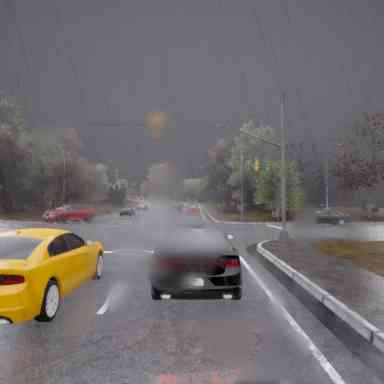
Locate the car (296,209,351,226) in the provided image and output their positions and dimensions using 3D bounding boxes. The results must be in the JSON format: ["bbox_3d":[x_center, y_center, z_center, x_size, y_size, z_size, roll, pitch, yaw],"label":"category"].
[{"bbox_3d":[12.458,2.442,31.644,4.892,1.490,1.837,0,-2,0],"label":"car"}]

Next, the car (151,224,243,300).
[{"bbox_3d":[0.101,1.567,8.615,1.882,1.535,5.008,0,-1,0],"label":"car"}]

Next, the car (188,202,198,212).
[{"bbox_3d":[0.235,3.108,67.377,2.097,1.767,4.553,0,0,0],"label":"car"}]

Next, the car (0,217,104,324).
[{"bbox_3d":[-3.406,1.544,7.373,1.882,1.535,5.008,0,-1,0],"label":"car"}]

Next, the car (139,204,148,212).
[{"bbox_3d":[-10.361,3.267,69.361,1.812,1.442,4.674,0,0,0],"label":"car"}]

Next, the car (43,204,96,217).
[{"bbox_3d":[-12.925,2.323,35.484,2.150,2.045,5.566,0,-2,33],"label":"car"}]

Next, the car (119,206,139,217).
[{"bbox_3d":[-10.483,3.231,54.122,2.033,1.411,5.357,0,-1,0],"label":"car"}]

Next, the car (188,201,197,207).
[{"bbox_3d":[0.072,3.172,86.403,2.033,1.411,5.357,0,0,-3],"label":"car"}]

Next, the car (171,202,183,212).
[{"bbox_3d":[-3.263,3.256,68.344,1.837,1.490,4.892,0,0,0],"label":"car"}]

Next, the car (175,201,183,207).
[{"bbox_3d":[-3.445,3.177,86.827,1.994,1.385,4.181,0,0,-3],"label":"car"}]
